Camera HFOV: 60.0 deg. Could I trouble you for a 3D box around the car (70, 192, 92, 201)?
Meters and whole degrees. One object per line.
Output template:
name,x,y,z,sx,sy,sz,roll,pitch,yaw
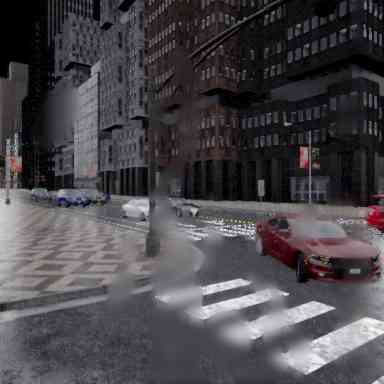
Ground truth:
car,-18.934,0.744,56.417,2.033,1.411,5.357,0,1,-36

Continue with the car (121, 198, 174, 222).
car,-3.480,1.253,23.700,1.812,1.442,4.674,0,1,-36

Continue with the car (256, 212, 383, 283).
car,3.385,1.438,9.884,1.882,1.535,5.008,1,1,-6

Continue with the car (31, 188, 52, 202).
car,-23.207,0.367,51.043,2.150,2.045,5.566,0,1,-36

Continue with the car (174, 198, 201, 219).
car,-1.248,1.205,26.169,2.128,1.511,4.902,0,1,-36

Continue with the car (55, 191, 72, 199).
car,-25.144,0.508,64.941,1.882,1.535,5.008,0,1,-36

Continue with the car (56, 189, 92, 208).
car,-13.672,0.703,37.759,2.150,2.045,5.566,0,1,-36

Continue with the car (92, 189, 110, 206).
car,-12.716,0.656,41.981,2.150,2.045,5.566,0,1,-36

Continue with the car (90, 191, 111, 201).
car,-15.831,0.683,57.649,1.882,1.535,5.008,0,1,-36

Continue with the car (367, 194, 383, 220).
car,11.400,1.151,15.888,5.566,2.045,2.150,1,2,8
